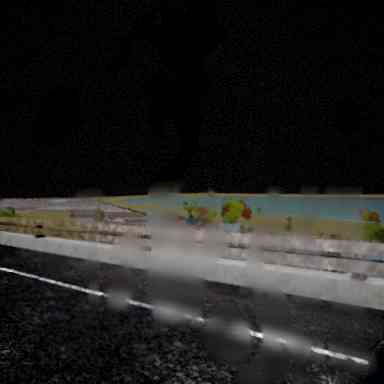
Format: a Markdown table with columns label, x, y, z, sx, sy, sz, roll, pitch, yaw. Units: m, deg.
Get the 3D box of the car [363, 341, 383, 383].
| label | x | y | z | sx | sy | sz | roll | pitch | yaw |
| --- | --- | --- | --- | --- | --- | --- | --- | --- | --- |
| car | 3.140 | 1.550 | 1.770 | 4.181 | 1.385 | 1.994 | -1 | 0 | 35 |
